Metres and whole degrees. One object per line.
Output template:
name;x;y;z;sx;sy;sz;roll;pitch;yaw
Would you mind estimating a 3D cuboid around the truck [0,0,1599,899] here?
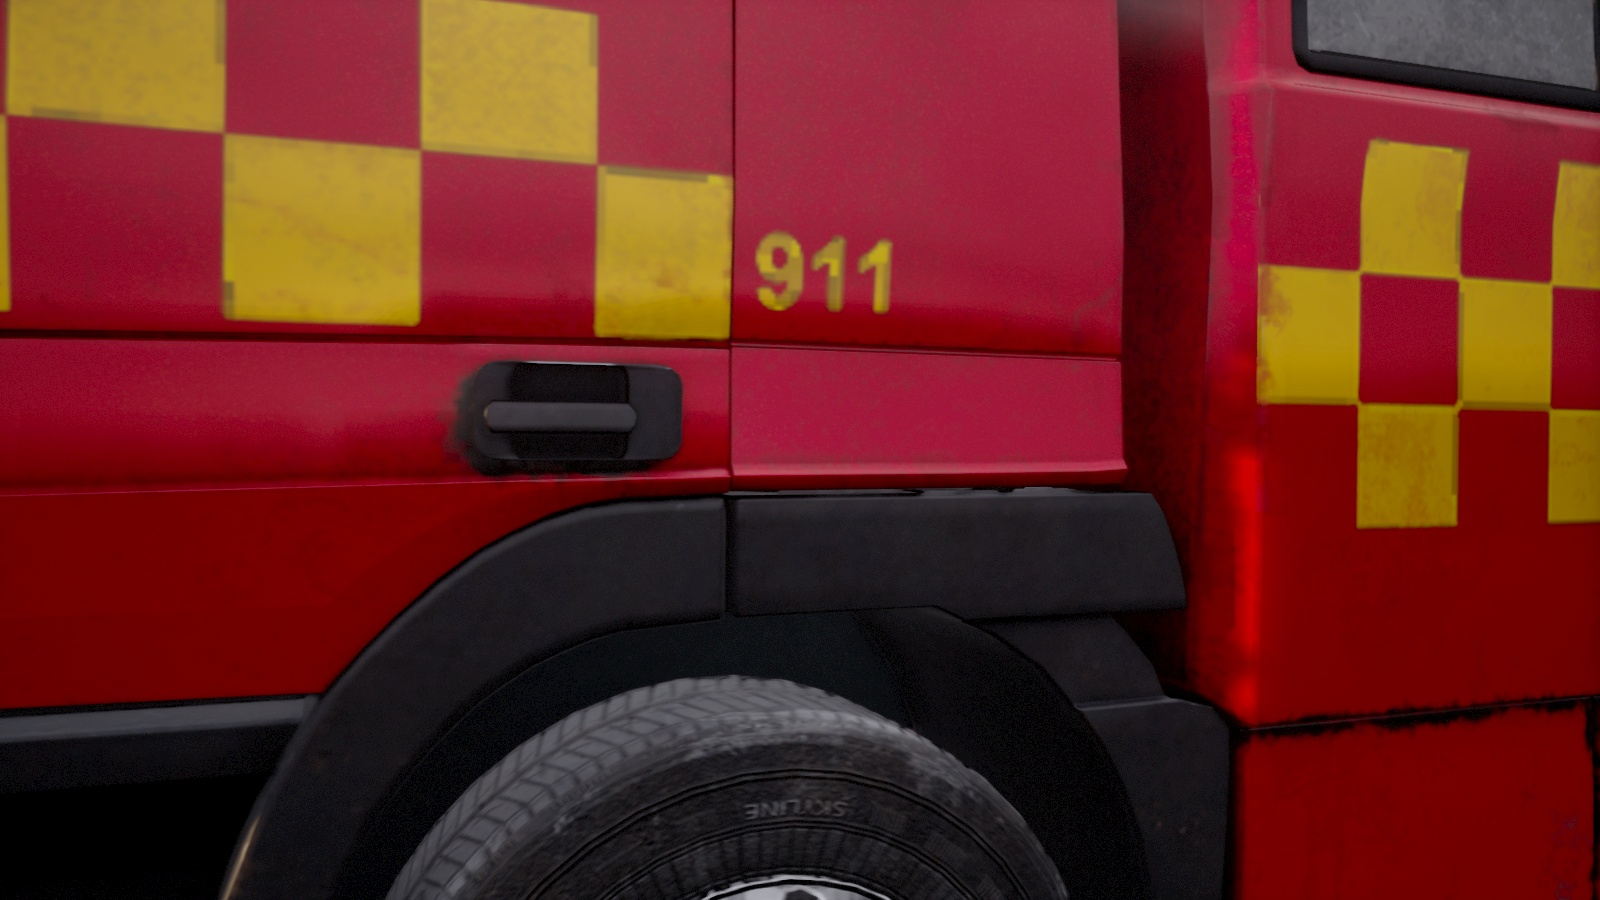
truck;1.642;-0.447;3.848;8.468;3.827;2.891;-1;1;-21
